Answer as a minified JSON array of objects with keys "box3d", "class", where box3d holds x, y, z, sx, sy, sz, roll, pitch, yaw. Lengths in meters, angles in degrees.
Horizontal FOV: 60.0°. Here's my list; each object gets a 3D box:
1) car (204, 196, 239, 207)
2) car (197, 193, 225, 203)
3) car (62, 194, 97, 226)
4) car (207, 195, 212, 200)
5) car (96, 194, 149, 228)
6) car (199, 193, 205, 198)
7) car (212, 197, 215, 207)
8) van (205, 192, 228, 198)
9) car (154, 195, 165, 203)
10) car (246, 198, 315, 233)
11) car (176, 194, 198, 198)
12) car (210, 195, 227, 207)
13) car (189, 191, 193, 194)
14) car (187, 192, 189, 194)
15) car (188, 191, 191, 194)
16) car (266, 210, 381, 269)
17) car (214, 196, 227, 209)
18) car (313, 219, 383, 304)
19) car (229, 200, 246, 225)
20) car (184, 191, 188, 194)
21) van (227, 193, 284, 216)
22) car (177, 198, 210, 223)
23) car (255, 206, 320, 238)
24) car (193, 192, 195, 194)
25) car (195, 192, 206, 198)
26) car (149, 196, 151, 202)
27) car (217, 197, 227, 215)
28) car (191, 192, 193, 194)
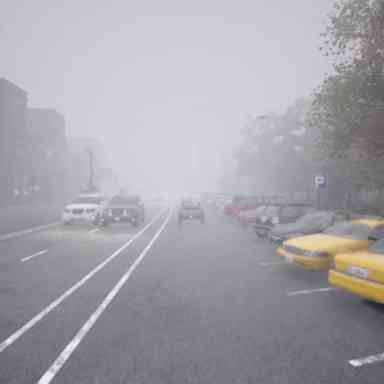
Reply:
[{"box3d":[4.239,1.327,48.506,4.674,1.452,2.002,1,1,-23],"class":"car"},{"box3d":[3.478,1.099,60.358,4.553,1.767,2.185,1,0,-24],"class":"car"},{"box3d":[-7.221,1.175,23.478,2.150,2.045,5.566,0,0,-1],"class":"car"},{"box3d":[4.657,1.383,39.605,4.674,1.452,2.002,1,0,-23],"class":"car"},{"box3d":[-4.393,1.180,22.078,2.150,2.045,5.566,0,0,-1],"class":"car"},{"box3d":[4.219,1.300,45.466,5.366,1.575,1.946,1,1,-23],"class":"car"},{"box3d":[4.873,1.422,33.707,4.674,1.452,2.002,1,0,-22],"class":"car"},{"box3d":[4.427,1.097,42.523,4.442,1.987,1.878,1,1,-23],"class":"van"},{"box3d":[-6.248,1.299,63.441,1.994,1.385,4.181,0,0,-4],"class":"car"},{"box3d":[5.236,1.338,15.875,4.553,1.767,2.185,1,0,-21],"class":"car"},{"box3d":[-0.727,1.384,43.012,2.033,1.411,5.357,0,0,-3],"class":"car"},{"box3d":[4.754,1.403,36.652,4.674,1.452,2.002,0,1,-22],"class":"car"},{"box3d":[2.581,1.178,72.217,5.008,1.535,2.097,1,0,-25],"class":"car"},{"box3d":[2.064,1.160,78.132,5.008,1.535,2.097,1,0,-26],"class":"car"},{"box3d":[2.297,1.043,75.168,4.553,1.767,2.185,1,0,-25],"class":"car"},{"box3d":[5.125,1.473,9.875,5.366,1.575,1.946,1,0,-20],"class":"car"},{"box3d":[5.150,1.398,30.807,5.366,1.575,1.946,1,0,-22],"class":"car"},{"box3d":[5.476,1.482,7.034,5.366,1.575,1.946,1,0,-20],"class":"car"},{"box3d":[5.185,1.483,21.826,4.674,1.452,2.002,1,1,-21],"class":"car"},{"box3d":[1.179,1.140,87.000,5.008,1.535,2.097,1,0,-26],"class":"car"},{"box3d":[5.237,1.205,24.844,4.442,1.987,1.878,1,0,-21],"class":"van"},{"box3d":[-0.103,1.438,24.760,2.128,1.511,4.902,0,0,-1],"class":"car"},{"box3d":[5.293,1.473,12.912,4.892,1.521,2.231,1,0,-20],"class":"car"},{"box3d":[3.305,1.213,63.328,4.892,1.521,2.231,1,0,-24],"class":"car"},{"box3d":[3.925,1.003,54.452,5.566,2.045,2.435,1,0,-24],"class":"car"},{"box3d":[-9.192,1.207,65.571,1.882,1.535,5.008,0,0,-4],"class":"car"},{"box3d":[5.051,1.415,27.769,5.008,1.535,2.097,1,0,-22],"class":"car"},{"box3d":[2.807,1.218,69.242,4.792,1.488,2.163,1,0,-25],"class":"car"}]
